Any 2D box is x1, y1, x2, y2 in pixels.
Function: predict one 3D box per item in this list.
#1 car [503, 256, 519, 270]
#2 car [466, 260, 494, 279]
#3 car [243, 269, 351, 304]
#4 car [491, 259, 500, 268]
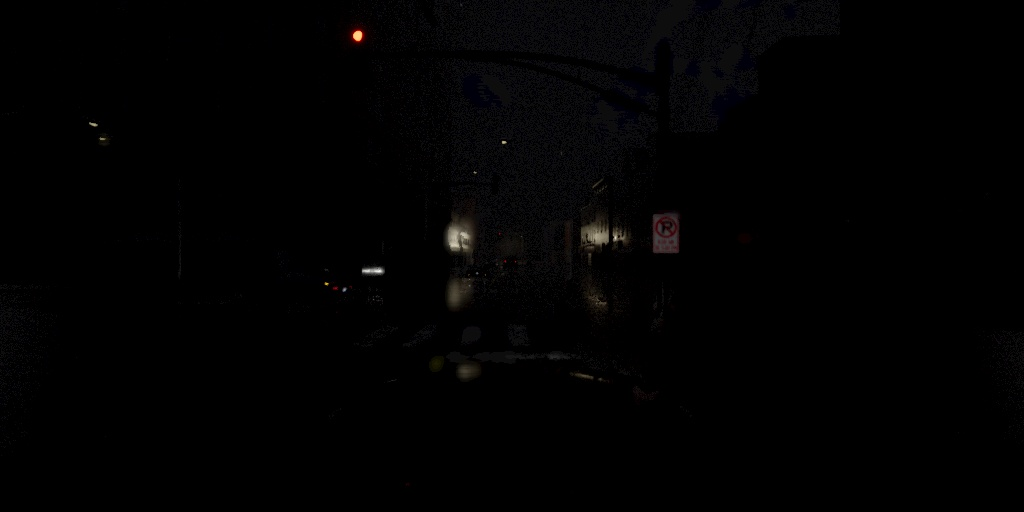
[{"bbox_3d":[-0.198,0.946,52.573,2.150,2.045,5.566,0,0,0],"label":"car"},{"bbox_3d":[-2.968,1.295,32.430,1.994,1.385,4.181,0,0,0],"label":"car"},{"bbox_3d":[-9.701,1.303,16.292,4.674,1.442,1.812,0,0,10],"label":"car"},{"bbox_3d":[-3.009,1.271,58.949,2.033,1.411,5.357,0,0,0],"label":"car"}]
